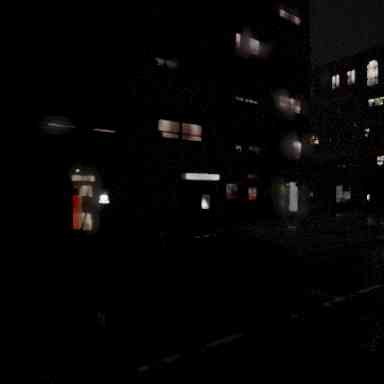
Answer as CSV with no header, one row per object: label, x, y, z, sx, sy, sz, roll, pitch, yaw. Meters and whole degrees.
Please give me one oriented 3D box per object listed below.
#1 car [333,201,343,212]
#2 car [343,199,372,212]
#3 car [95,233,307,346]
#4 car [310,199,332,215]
car,12.279,1.442,33.138,1.994,1.385,4.181,0,0,-36
car,17.000,1.445,35.892,2.008,1.369,4.403,0,0,-36
car,0.398,1.535,6.331,4.313,1.339,1.947,-1,1,-35
car,10.398,1.308,31.131,1.967,1.590,4.097,0,0,-36
